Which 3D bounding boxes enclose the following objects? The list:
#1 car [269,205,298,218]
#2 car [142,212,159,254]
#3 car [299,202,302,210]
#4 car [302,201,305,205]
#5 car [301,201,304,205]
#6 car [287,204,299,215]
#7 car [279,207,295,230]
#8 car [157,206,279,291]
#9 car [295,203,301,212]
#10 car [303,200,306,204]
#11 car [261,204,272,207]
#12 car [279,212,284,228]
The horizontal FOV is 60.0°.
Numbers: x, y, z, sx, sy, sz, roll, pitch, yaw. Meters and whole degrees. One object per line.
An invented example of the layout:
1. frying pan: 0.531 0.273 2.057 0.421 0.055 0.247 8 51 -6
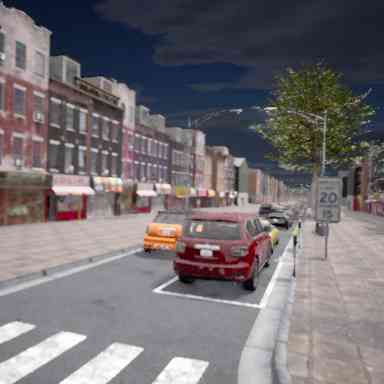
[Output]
1. car: 8.420 2.181 30.674 2.008 1.369 4.403 1 -1 19
2. car: -0.198 1.521 13.911 2.097 1.767 4.553 2 0 20
3. car: 13.909 2.411 46.377 1.967 1.590 4.097 1 -1 19
4. car: 21.222 2.993 67.312 2.008 1.369 4.403 1 -1 19
5. car: 17.565 2.755 56.844 2.008 1.369 4.403 1 -1 19
6. car: 10.249 2.325 35.907 1.802 1.307 4.206 1 -1 19
7. car: 6.591 2.086 25.439 1.947 1.339 4.313 1 -1 19
8. car: 1.109 1.505 9.740 2.192 1.841 5.009 1 -1 19
9. car: 12.079 2.401 41.142 1.887 1.381 4.507 1 -1 19
10. car: 28.537 3.475 88.248 2.008 1.369 4.403 1 -1 19
11. car: 9.359 2.252 41.000 1.837 1.490 4.892 2 0 19
12. car: 2.990 1.829 15.132 1.752 1.417 4.829 1 -1 19
